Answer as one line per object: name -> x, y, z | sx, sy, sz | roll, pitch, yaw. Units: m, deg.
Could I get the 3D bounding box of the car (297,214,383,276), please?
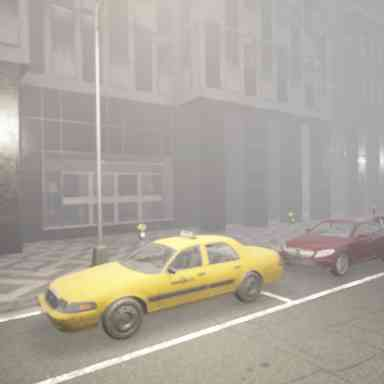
car -> 4.425, 1.444, 9.767 | 4.206, 1.307, 1.802 | -1, 0, -35

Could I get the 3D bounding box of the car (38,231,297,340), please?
car -> -0.286, 1.473, 6.433 | 4.829, 1.417, 1.752 | -1, 0, -35
